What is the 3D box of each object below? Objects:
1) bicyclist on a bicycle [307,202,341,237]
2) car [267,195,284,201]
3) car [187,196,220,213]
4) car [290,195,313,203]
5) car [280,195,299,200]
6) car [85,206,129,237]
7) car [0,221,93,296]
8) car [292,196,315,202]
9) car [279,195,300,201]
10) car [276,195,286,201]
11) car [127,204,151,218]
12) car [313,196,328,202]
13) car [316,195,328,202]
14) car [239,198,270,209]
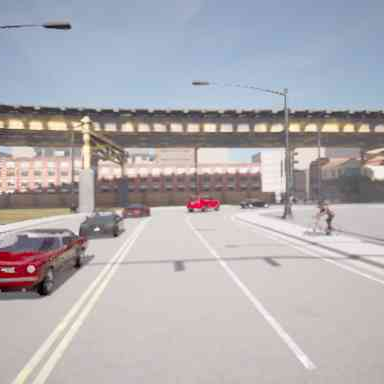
[{"bbox_3d":[6.218,1.314,15.653,1.656,1.620,0.582,-1,0,-5],"label":"bicyclist on a bicycle"},{"bbox_3d":[22.630,1.704,89.655,4.974,1.542,2.038,0,0,-43],"label":"car"},{"bbox_3d":[1.472,1.457,41.349,2.150,2.045,5.566,-1,0,32],"label":"car"},{"bbox_3d":[23.715,1.571,70.822,2.038,1.542,4.974,-1,0,-33],"label":"car"},{"bbox_3d":[26.594,1.499,90.683,1.853,1.218,4.536,0,0,-38],"label":"car"},{"bbox_3d":[-5.034,1.748,19.022,1.994,1.385,4.181,-1,0,-5],"label":"car"},{"bbox_3d":[-4.246,1.712,9.008,1.895,1.301,4.718,-1,0,-5],"label":"car"},{"bbox_3d":[23.684,1.414,70.867,1.853,1.218,4.536,-1,0,-33],"label":"car"},{"bbox_3d":[26.563,1.657,90.723,2.038,1.542,4.974,0,0,-38],"label":"car"},{"bbox_3d":[22.590,1.546,89.620,4.536,1.218,1.853,0,0,-43],"label":"car"},{"bbox_3d":[-5.485,1.840,32.857,1.994,1.385,4.181,-1,0,9],"label":"car"},{"bbox_3d":[26.920,1.516,68.913,2.038,1.542,4.974,-1,0,27],"label":"car"},{"bbox_3d":[26.941,1.358,68.960,1.853,1.218,4.536,-1,0,27],"label":"car"},{"bbox_3d":[9.208,1.670,48.819,4.902,1.511,2.128,-1,0,-29],"label":"car"}]
